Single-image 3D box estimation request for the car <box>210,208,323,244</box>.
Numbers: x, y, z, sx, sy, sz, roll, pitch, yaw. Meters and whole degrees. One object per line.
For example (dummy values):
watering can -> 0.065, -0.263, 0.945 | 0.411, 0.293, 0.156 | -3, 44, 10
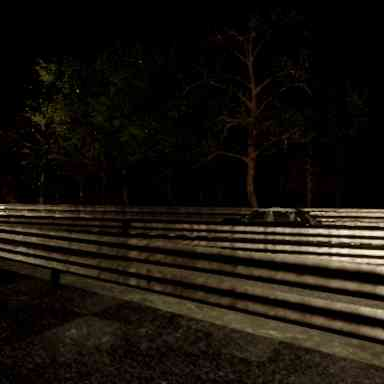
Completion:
car -> 3.181, 1.512, 14.564 | 4.856, 1.649, 2.033 | 0, 0, 22
